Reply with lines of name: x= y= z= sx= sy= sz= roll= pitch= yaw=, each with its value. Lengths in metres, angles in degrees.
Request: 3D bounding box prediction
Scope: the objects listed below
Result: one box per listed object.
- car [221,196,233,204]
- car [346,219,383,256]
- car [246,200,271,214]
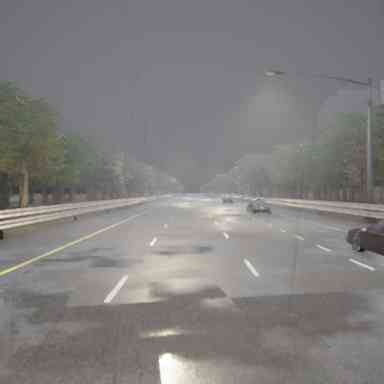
car: x=7.097 y=1.571 z=67.053 sx=1.812 sy=1.442 sz=4.674 roll=0 pitch=0 yaw=0
car: x=7.006 y=1.549 z=10.737 sx=2.033 sy=1.411 sz=5.357 roll=0 pitch=0 yaw=0
car: x=7.019 y=1.574 z=35.299 sx=1.994 sy=1.385 sz=4.181 roll=0 pitch=0 yaw=0
